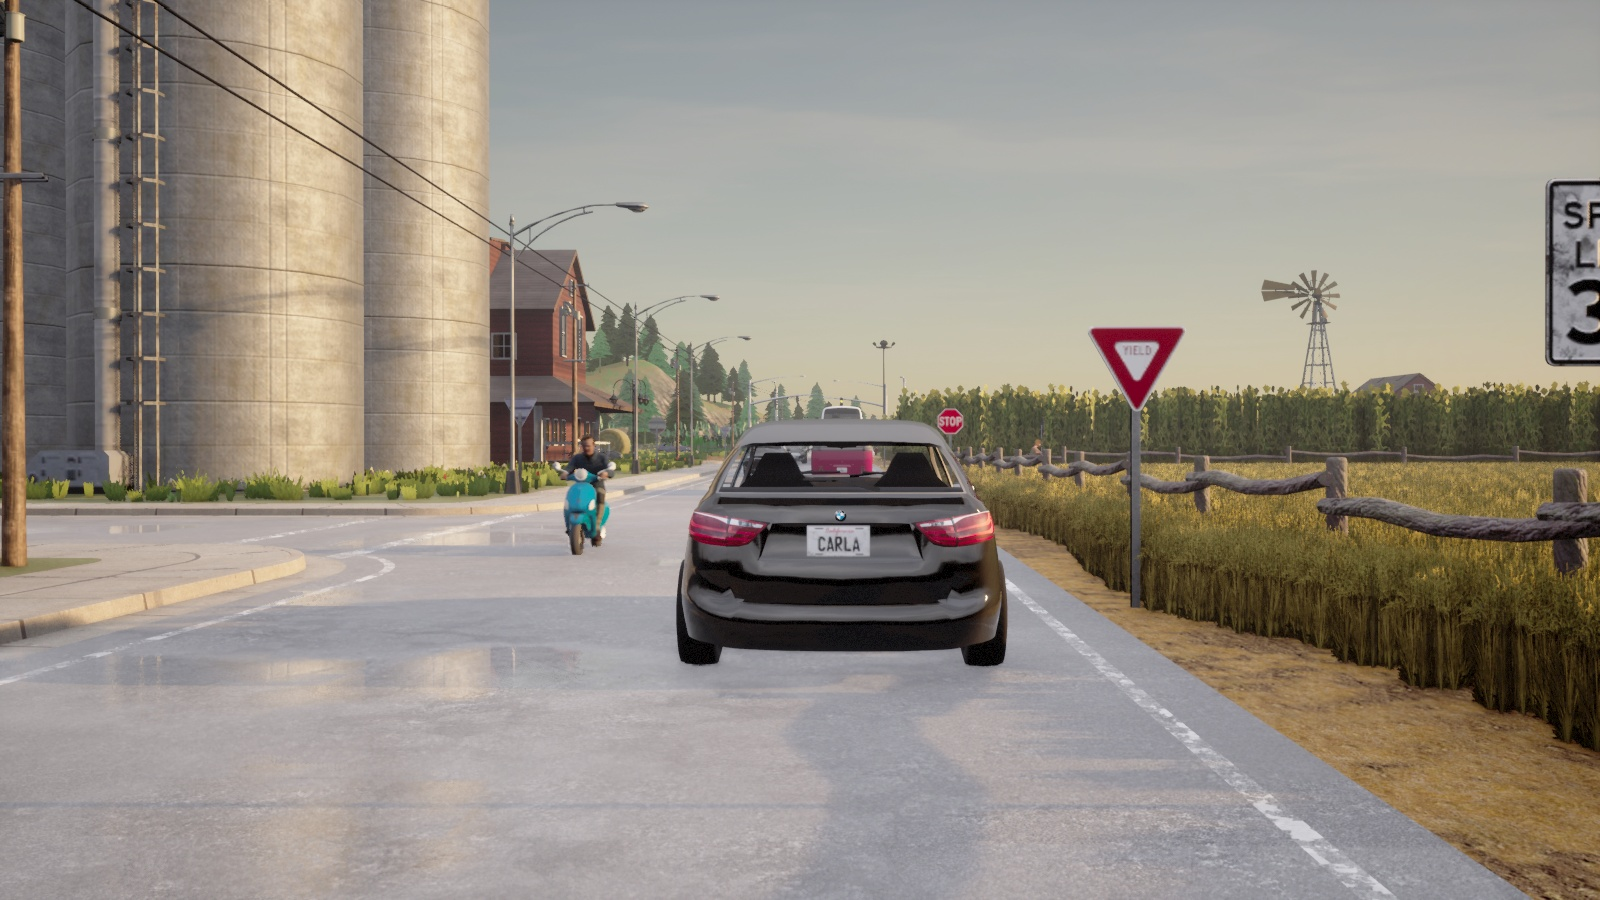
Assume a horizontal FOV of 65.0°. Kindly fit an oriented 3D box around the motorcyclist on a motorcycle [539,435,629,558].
[{"bbox_3d":[-2.929,0.600,17.239,0.866,1.590,1.817,0,0,2],"label":"motorcyclist on a motorcycle"}]

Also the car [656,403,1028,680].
[{"bbox_3d":[0.327,0.535,9.883,2.242,1.667,4.611,0,0,2],"label":"car"}]
